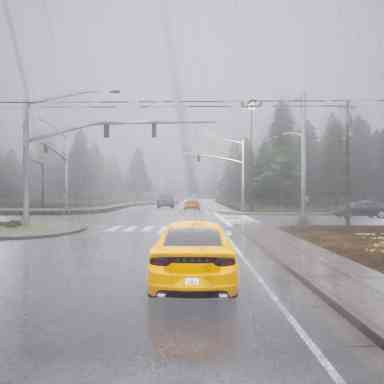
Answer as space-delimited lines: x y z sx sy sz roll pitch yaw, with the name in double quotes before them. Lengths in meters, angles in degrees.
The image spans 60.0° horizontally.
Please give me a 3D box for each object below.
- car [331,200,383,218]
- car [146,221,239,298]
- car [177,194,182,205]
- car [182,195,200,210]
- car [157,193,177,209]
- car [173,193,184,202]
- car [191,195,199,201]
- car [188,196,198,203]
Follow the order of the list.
"car" 14.910 1.531 29.530 4.892 1.490 1.837 0 0 1
"car" 0.049 1.474 8.552 1.882 1.535 5.008 0 0 1
"car" -3.503 1.351 59.853 2.097 1.767 4.553 0 0 1
"car" 0.017 1.478 42.215 1.882 1.535 5.008 0 0 0
"car" -3.596 1.221 45.695 2.150 2.045 5.566 0 0 -1
"car" -3.101 1.234 75.679 2.097 1.767 4.553 0 0 2
"car" 0.696 1.442 83.168 1.837 1.490 4.892 0 0 2
"car" 0.297 1.537 72.776 2.033 1.411 5.357 0 0 2
